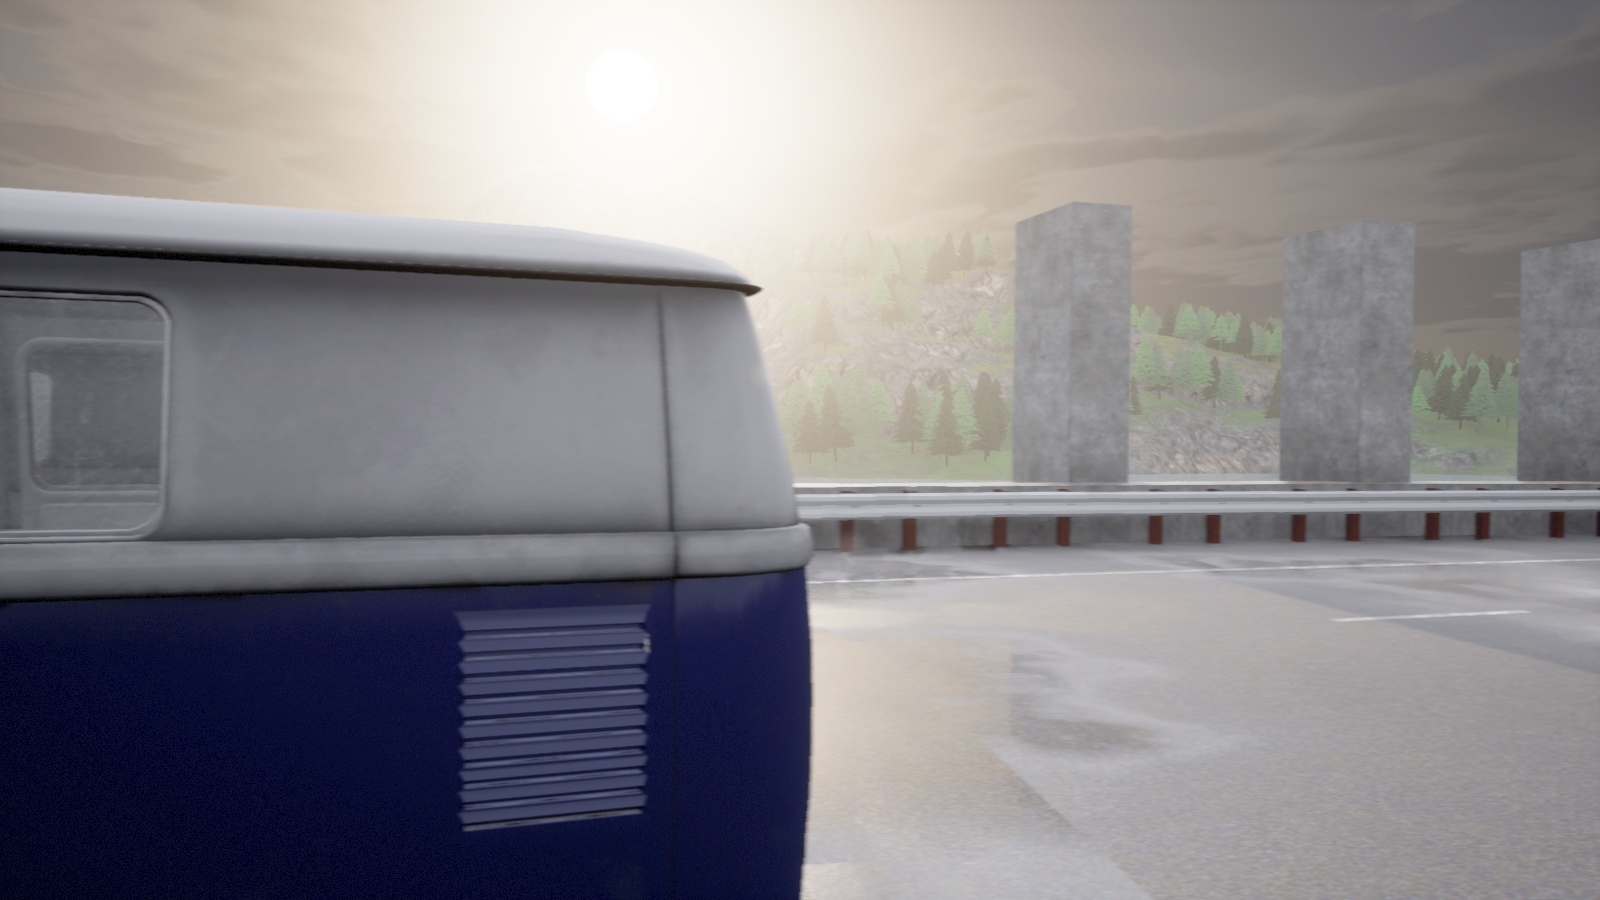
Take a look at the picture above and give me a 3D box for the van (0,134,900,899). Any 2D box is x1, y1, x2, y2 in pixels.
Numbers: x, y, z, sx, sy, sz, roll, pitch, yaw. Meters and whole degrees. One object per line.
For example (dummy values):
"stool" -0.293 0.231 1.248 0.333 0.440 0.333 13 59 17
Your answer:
"van" -2.206 0.534 2.399 4.442 1.987 1.775 -1 1 -21
